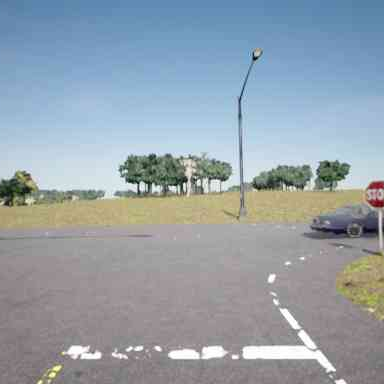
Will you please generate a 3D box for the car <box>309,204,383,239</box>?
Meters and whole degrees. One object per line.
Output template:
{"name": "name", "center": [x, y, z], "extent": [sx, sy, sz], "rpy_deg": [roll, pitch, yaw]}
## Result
{"name": "car", "center": [8.056, 1.214, 14.741], "extent": [5.357, 1.411, 2.033], "rpy_deg": [-3, -2, -1]}
